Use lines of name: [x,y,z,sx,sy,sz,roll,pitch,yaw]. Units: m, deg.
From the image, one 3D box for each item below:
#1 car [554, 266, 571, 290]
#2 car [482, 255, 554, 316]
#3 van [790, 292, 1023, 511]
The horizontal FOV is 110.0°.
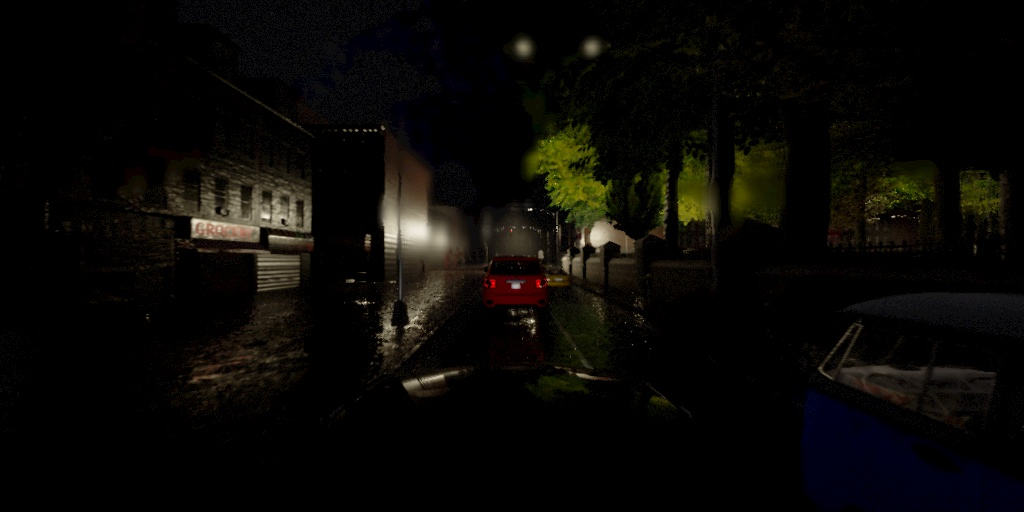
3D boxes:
car: [2.639,1.305,22.668,1.751,1.417,4.829,0,0,0]
car: [0.098,0.990,13.530,2.150,2.045,5.566,0,0,0]
van: [2.638,1.090,0.701,1.690,1.789,3.998,0,0,0]
